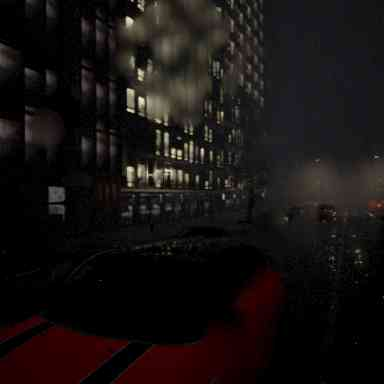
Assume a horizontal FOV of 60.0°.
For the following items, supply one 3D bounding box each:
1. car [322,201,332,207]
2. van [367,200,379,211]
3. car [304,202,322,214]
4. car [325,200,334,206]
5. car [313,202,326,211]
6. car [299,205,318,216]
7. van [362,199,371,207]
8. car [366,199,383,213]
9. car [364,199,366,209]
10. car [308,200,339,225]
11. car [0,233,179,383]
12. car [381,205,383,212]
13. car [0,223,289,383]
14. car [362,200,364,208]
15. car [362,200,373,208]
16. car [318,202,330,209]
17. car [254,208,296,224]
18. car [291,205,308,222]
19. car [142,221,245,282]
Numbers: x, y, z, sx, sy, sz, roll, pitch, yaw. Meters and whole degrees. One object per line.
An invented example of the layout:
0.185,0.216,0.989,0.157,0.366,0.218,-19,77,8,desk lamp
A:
31.727,2.873,77.947,2.008,1.369,4.403,-1,-1,25,car
32.049,2.328,58.958,1.690,1.788,3.998,-1,-1,25,van
17.209,2.247,47.095,1.967,1.590,4.097,-1,-1,25,car
36.565,2.933,88.233,1.967,1.590,4.097,-1,-1,25,car
21.977,2.502,57.224,1.752,1.417,4.829,-1,-1,25,car
14.790,2.303,41.950,1.802,1.307,4.206,-1,-1,25,car
41.727,2.671,79.526,1.690,1.788,3.998,-1,-1,25,van
27.210,2.130,48.674,2.192,1.841,5.009,-1,-1,25,car
29.630,2.216,53.817,2.192,1.841,5.009,-1,-1,25,car
11.620,1.847,28.877,2.097,1.767,4.553,-1,-1,25,car
-2.147,1.666,5.956,2.008,1.369,4.403,-1,-1,25,car
17.535,2.020,28.099,2.008,1.369,4.403,-1,-1,25,car
-0.336,1.423,3.705,2.097,1.767,4.553,-1,-1,25,car
34.470,2.513,64.098,1.967,1.590,4.097,-1,-1,25,car
39.309,2.684,74.382,1.967,1.590,4.097,-1,-1,25,car
26.888,2.717,67.662,1.947,1.339,4.313,-1,-1,25,car
5.112,1.926,21.382,2.008,1.369,4.403,-1,-1,25,car
9.951,2.099,31.666,2.008,1.369,4.403,-1,-1,25,car
0.274,1.784,11.097,1.802,1.307,4.206,-1,-1,25,car
